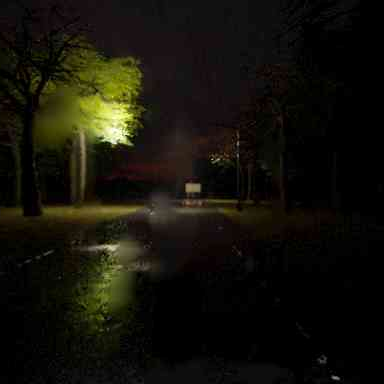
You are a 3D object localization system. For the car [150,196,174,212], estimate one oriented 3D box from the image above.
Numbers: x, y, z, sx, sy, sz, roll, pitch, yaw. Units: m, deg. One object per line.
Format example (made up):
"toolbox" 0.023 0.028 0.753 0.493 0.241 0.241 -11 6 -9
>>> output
"car" -3.613 1.456 37.883 2.128 1.511 4.902 0 0 0

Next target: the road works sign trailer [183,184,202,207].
"road works sign trailer" 0.167 0.429 50.719 2.380 3.560 2.880 0 0 -8

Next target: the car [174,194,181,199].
"car" -3.544 1.241 79.429 1.882 1.535 5.008 0 0 0
